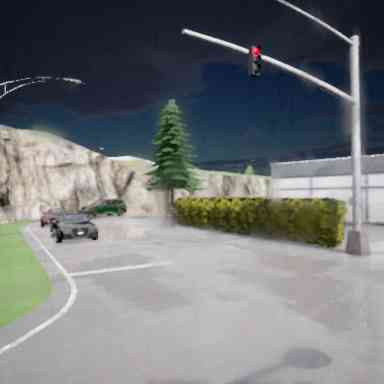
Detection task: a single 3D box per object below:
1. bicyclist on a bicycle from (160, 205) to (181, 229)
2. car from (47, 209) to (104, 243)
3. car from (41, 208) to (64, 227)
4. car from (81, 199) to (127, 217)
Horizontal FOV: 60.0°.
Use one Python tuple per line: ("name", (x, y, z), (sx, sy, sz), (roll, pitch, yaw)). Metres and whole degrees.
("bicyclist on a bicycle", (-1.515, 1.772, 23.617), (1.656, 1.620, 0.582), (-1, -1, -30))
("car", (-6.440, 1.868, 18.089), (1.994, 1.385, 4.181), (0, -1, -29))
("car", (-10.939, 2.027, 26.851), (1.994, 1.385, 4.181), (0, -1, -18))
("car", (-9.858, 1.806, 37.481), (2.150, 2.045, 5.566), (-1, -1, 38))
